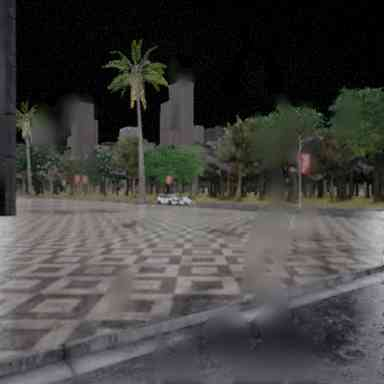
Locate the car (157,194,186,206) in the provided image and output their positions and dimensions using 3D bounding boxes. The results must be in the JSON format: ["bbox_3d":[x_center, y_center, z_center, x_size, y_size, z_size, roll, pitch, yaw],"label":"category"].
[{"bbox_3d":[-3.943,1.390,57.293,2.150,2.045,5.566,0,0,-38],"label":"car"}]

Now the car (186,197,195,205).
[{"bbox_3d":[-1.410,1.627,59.330,1.812,1.442,4.674,0,0,-38],"label":"car"}]
